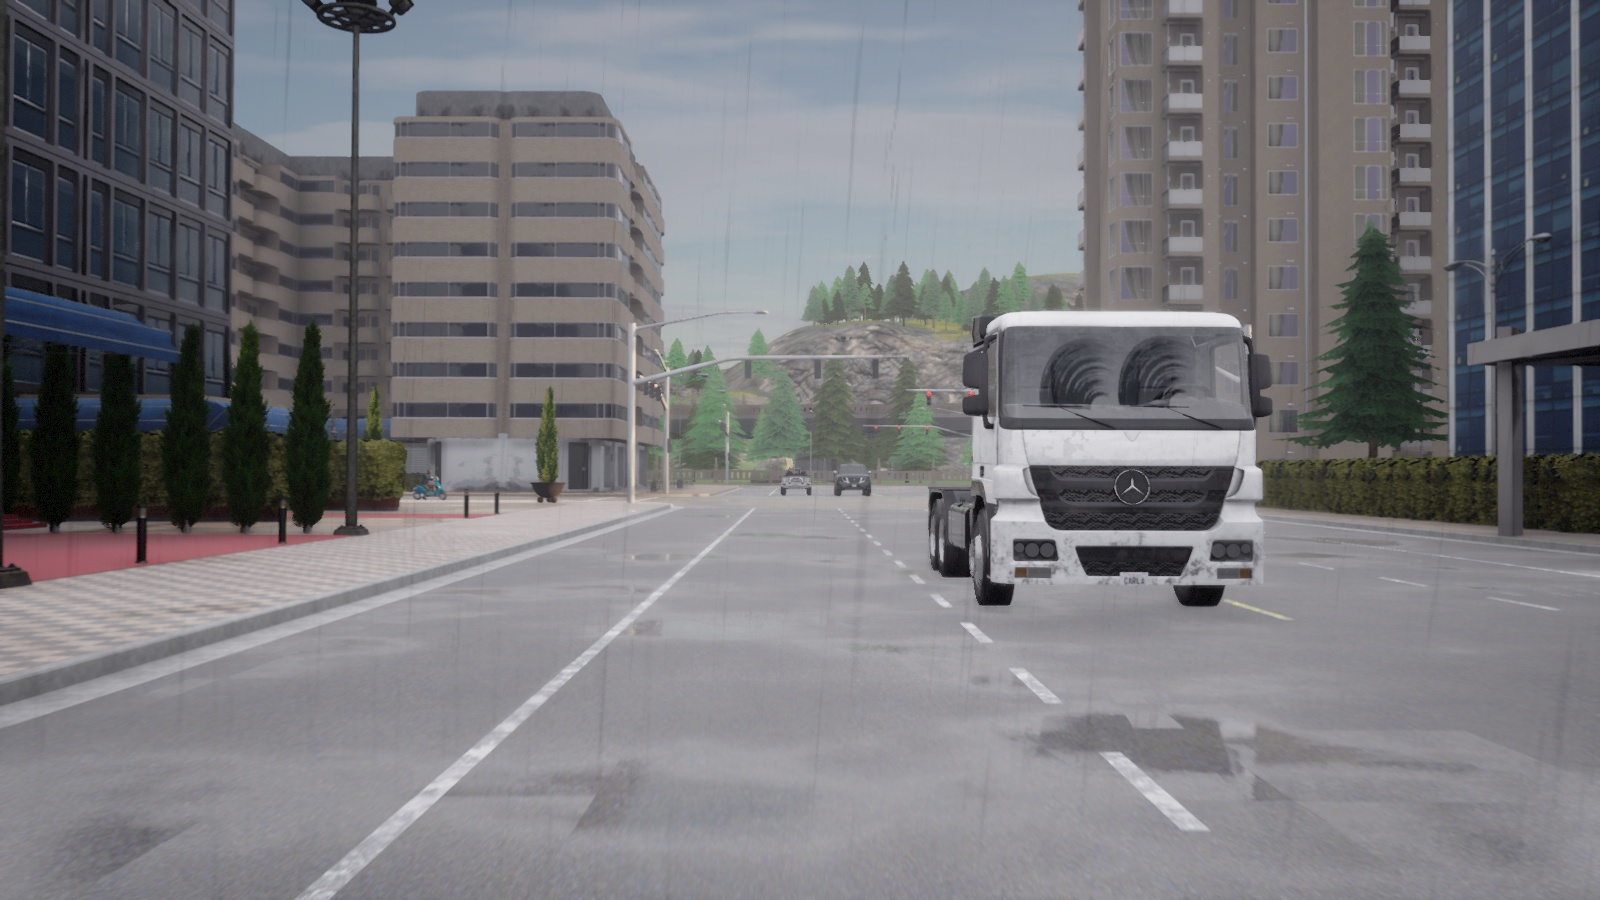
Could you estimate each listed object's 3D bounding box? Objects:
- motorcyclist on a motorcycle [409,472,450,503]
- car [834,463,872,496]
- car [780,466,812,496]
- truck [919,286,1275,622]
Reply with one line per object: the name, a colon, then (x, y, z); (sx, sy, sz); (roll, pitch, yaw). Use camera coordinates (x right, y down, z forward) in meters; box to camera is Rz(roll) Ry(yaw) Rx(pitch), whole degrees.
motorcyclist on a motorcycle: (-18.889, 1.917, 64.103); (1.817, 1.590, 0.866); (0, -1, 0)
car: (3.329, 1.859, 79.972); (2.150, 2.045, 5.566); (0, -1, -1)
car: (-0.214, 1.975, 80.240); (1.932, 1.855, 4.605); (0, -1, 1)
truck: (3.456, 0.103, 16.982); (2.891, 3.462, 7.936); (0, -1, 0)
